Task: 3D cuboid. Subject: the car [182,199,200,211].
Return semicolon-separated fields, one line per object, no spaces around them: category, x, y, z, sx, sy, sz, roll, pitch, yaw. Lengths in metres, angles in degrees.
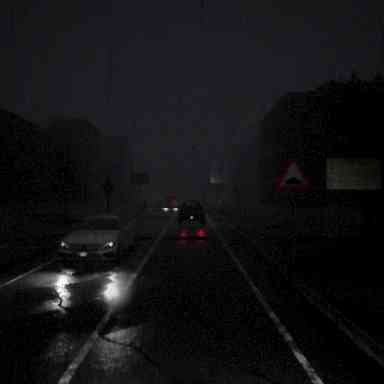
car;-0.128;1.612;42.307;2.128;1.511;4.902;0;-1;0

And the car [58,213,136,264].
car;-3.156;1.521;11.918;1.812;1.442;4.674;0;0;-1

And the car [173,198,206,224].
car;-0.030;1.491;24.652;2.128;1.511;4.902;0;0;0

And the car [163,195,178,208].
car;-3.358;1.536;54.071;2.150;2.045;5.566;0;-1;0
